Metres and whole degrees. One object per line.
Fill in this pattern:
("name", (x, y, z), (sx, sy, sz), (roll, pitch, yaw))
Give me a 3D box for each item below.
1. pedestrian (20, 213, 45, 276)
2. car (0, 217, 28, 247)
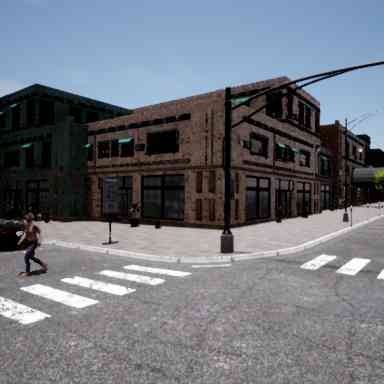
("pedestrian", (-4.605, 1.435, 9.582), (0.375, 1.860, 0.375), (0, 0, 38))
("car", (-8.853, 1.800, 15.259), (4.313, 1.339, 1.947), (-1, -1, 38))
